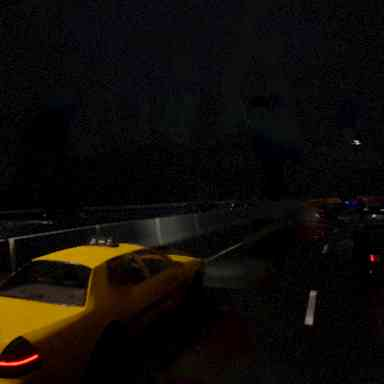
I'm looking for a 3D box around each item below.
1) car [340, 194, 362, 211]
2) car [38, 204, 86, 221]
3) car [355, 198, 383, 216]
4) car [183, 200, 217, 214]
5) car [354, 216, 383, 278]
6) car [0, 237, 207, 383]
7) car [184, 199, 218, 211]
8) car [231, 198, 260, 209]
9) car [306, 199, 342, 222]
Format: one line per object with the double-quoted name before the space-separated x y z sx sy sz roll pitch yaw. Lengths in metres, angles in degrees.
"car" 19.019 1.250 39.485 2.150 2.045 5.566 -1 0 37
"car" -11.651 1.810 30.109 1.994 1.385 4.181 -1 0 28
"car" 14.202 1.495 25.783 2.128 1.511 4.902 -1 0 31
"car" 0.931 1.653 37.945 1.882 1.535 5.008 -1 0 33
"car" 5.800 1.600 9.709 1.895 1.301 4.718 -1 0 24
"car" -1.287 1.496 5.503 1.801 1.575 5.366 -1 0 22
"car" 1.341 1.753 44.947 2.033 1.411 5.357 -1 0 35
"car" 6.482 1.488 40.056 2.097 1.767 4.553 -1 0 34
"car" 10.439 1.544 26.512 1.837 1.490 4.892 -1 -1 32
